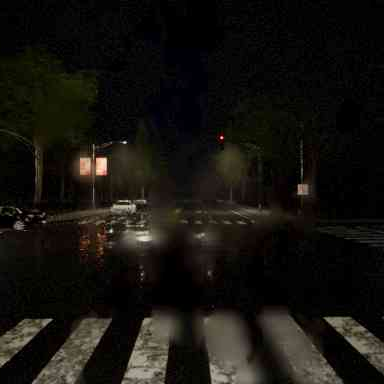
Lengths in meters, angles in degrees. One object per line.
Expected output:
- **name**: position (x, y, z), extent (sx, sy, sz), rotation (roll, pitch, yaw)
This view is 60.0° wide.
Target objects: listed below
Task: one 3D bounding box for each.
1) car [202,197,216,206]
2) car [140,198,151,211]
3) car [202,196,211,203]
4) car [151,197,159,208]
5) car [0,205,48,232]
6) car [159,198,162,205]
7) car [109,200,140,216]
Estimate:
- **car**: position (3.302, 1.607, 59.546), extent (1.882, 1.535, 5.008), rotation (0, 0, 0)
- **car**: position (-6.622, 1.650, 41.415), extent (1.895, 1.301, 4.718), rotation (0, 0, 0)
- **car**: position (3.194, 1.715, 72.520), extent (1.812, 1.442, 4.674), rotation (0, 0, 0)
- **car**: position (-6.631, 1.613, 50.507), extent (1.812, 1.442, 4.674), rotation (0, 0, 0)
- **car**: position (-11.135, 1.548, 19.596), extent (4.892, 1.490, 1.837), rotation (-1, 0, 0)
- **car**: position (-6.607, 1.684, 61.160), extent (2.033, 1.411, 5.357), rotation (0, 0, 0)
- **car**: position (-6.616, 1.553, 32.404), extent (1.812, 1.442, 4.674), rotation (0, 0, 0)
